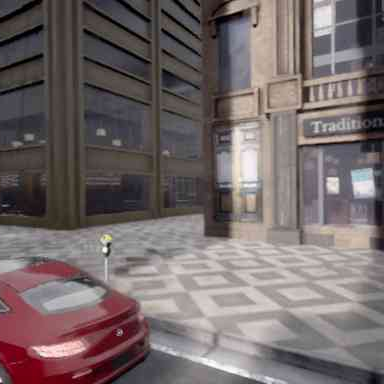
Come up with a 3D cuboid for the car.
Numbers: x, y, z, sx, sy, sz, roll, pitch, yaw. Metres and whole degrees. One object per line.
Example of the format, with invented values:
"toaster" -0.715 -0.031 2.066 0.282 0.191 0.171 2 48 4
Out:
"car" -2.481 1.564 4.480 4.206 1.307 1.802 0 1 31
